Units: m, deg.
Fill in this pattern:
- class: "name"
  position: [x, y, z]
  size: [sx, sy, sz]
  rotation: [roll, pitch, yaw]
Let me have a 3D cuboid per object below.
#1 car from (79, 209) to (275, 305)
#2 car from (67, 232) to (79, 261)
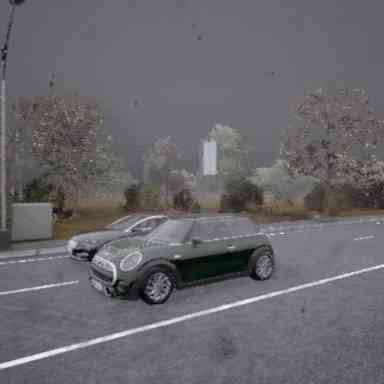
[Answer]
- class: "car"
  position: [-0.102, 1.342, 8.182]
  size: [4.553, 1.767, 2.097]
  rotation: [0, 0, -35]
- class: "car"
  position: [-1.647, 1.478, 11.378]
  size: [4.902, 1.511, 2.128]
  rotation: [0, 0, -35]
